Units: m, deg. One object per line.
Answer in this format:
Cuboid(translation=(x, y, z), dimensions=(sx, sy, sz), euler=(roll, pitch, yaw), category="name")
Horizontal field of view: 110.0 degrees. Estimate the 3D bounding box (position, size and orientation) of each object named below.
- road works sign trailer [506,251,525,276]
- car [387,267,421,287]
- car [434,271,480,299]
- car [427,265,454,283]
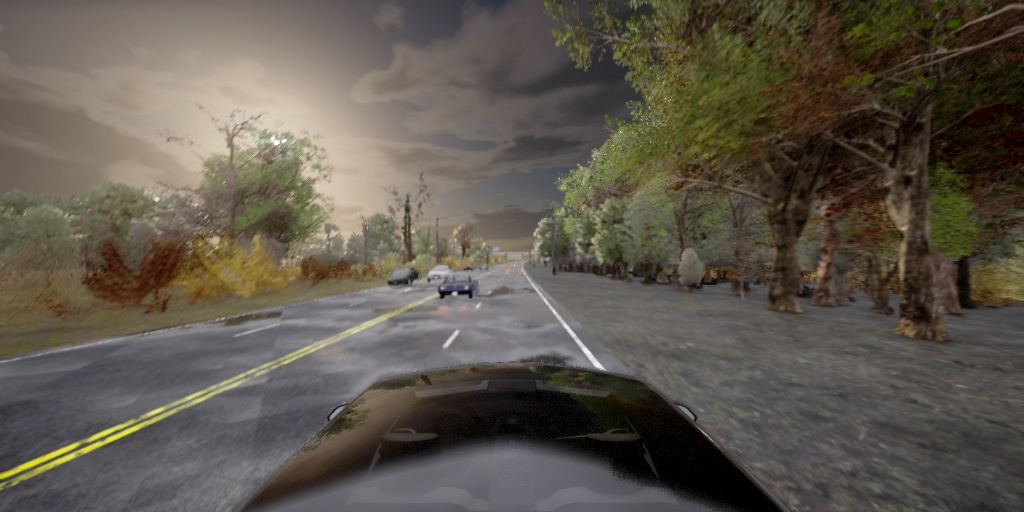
Cuboid(translation=(0.422, 1.032, 51.577), dimensions=(2.380, 3.560, 2.880), euler=(0, 0, 1), category="road works sign trailer")
Cuboid(translation=(-9.767, 1.819, 32.567), dimensions=(1.882, 1.535, 5.008), euler=(-7, 4, 2), category="car")
Cuboid(translation=(-3.052, 1.769, 21.355), dimensions=(1.895, 1.301, 4.718), euler=(-1, -1, 0), category="car")
Cuboid(translation=(-6.380, 1.581, 32.591), dimensions=(1.812, 1.442, 4.674), euler=(0, -1, 1), category="car")
